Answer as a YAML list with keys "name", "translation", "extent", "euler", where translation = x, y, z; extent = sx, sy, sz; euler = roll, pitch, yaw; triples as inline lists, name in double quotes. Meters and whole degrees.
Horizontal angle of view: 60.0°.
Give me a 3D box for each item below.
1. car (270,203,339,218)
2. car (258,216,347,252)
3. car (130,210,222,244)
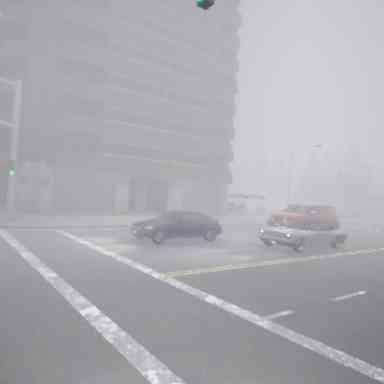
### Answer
- name: "car"
  translation: [7.347, 1.757, 21.669]
  extent: [5.566, 2.045, 2.150]
  euler: [4, 0, -36]
- name: "car"
  translation: [5.330, 1.990, 15.831]
  extent: [4.718, 1.301, 1.895]
  euler: [4, 0, -37]
- name: "car"
  translation: [-0.616, 1.566, 15.750]
  extent: [4.674, 1.442, 1.812]
  euler: [4, 0, -37]
